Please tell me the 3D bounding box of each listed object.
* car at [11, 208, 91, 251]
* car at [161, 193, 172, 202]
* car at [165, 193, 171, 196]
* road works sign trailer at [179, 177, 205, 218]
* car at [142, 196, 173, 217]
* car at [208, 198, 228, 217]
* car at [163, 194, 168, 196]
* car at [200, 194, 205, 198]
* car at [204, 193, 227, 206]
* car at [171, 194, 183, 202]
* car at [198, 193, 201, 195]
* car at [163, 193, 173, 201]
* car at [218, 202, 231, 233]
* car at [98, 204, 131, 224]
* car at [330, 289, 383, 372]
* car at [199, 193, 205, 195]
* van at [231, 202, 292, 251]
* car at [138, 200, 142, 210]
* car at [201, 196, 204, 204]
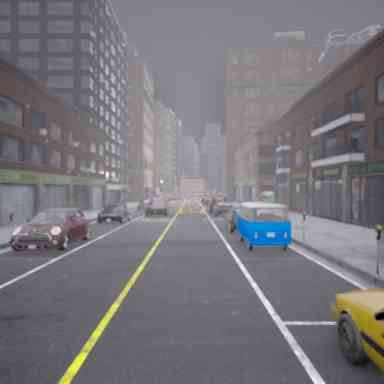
[{"bbox_3d":[-5.681,1.427,13.818,1.967,1.590,4.097,-1,0,0],"label":"car"},{"bbox_3d":[-5.705,1.234,74.403,2.192,1.841,5.009,-1,0,0],"label":"car"},{"bbox_3d":[-5.699,1.377,63.388,1.967,1.590,4.097,-1,0,0],"label":"car"},{"bbox_3d":[-0.012,0.438,30.042,2.380,3.560,2.880,0,0,0],"label":"road works sign trailer"},{"bbox_3d":[-3.110,1.450,30.666,1.882,1.535,5.008,0,0,0],"label":"car"},{"bbox_3d":[2.839,1.524,30.363,2.008,1.369,4.403,-1,0,0],"label":"car"},{"bbox_3d":[-5.696,1.527,57.880,1.802,1.307,4.206,-1,0,0],"label":"car"},{"bbox_3d":[2.829,1.470,58.064,1.752,1.417,4.829,-1,0,0],"label":"car"},{"bbox_3d":[2.834,1.284,35.869,2.192,1.841,5.009,-1,0,0],"label":"car"},{"bbox_3d":[-3.028,1.273,73.152,2.097,1.767,4.553,0,0,0],"label":"car"},{"bbox_3d":[2.823,1.485,74.414,1.947,1.339,4.313,-1,0,0],"label":"car"},{"bbox_3d":[-5.706,1.224,79.911,2.192,1.841,5.009,-1,0,0],"label":"car"},{"bbox_3d":[2.843,1.533,19.351,2.008,1.369,4.403,-1,0,0],"label":"car"},{"bbox_3d":[-5.684,1.543,24.834,1.947,1.339,4.313,-1,0,0],"label":"car"},{"bbox_3d":[2.849,1.523,3.003,1.752,1.417,4.829,-1,0,0],"label":"car"},{"bbox_3d":[2.826,1.494,68.907,1.947,1.339,4.313,-1,0,0],"label":"car"},{"bbox_3d":[2.843,1.328,13.845,1.690,1.788,3.998,-1,0,0],"label":"van"},{"bbox_3d":[-5.690,1.546,41.357,1.802,1.307,4.206,-1,0,0],"label":"car"},{"bbox_3d":[2.831,1.518,52.388,1.947,1.339,4.313,-1,0,0],"label":"car"}]
